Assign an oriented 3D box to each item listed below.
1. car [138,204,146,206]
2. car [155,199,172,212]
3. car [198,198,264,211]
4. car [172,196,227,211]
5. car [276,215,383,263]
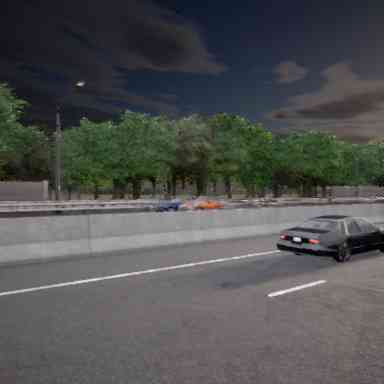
[{"bbox_3d":[-2.958,1.148,31.837,4.902,1.511,2.128,0,0,-35],"label":"car"},{"bbox_3d":[-0.928,1.139,28.986,5.008,1.535,1.882,0,0,-35],"label":"car"},{"bbox_3d":[3.130,1.424,23.283,4.892,1.490,1.837,0,0,-35],"label":"car"},{"bbox_3d":[1.127,1.016,26.153,4.553,1.767,2.097,0,0,-35],"label":"car"},{"bbox_3d":[5.370,1.550,11.988,5.357,1.411,2.033,0,0,-35],"label":"car"}]
